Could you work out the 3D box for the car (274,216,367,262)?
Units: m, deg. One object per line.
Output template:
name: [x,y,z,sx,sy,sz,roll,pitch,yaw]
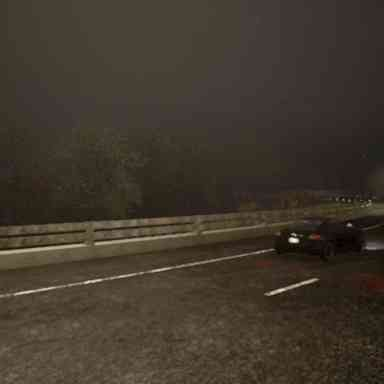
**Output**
car: [4.902,1.604,12.512,4.181,1.385,1.994,0,-1,-42]
